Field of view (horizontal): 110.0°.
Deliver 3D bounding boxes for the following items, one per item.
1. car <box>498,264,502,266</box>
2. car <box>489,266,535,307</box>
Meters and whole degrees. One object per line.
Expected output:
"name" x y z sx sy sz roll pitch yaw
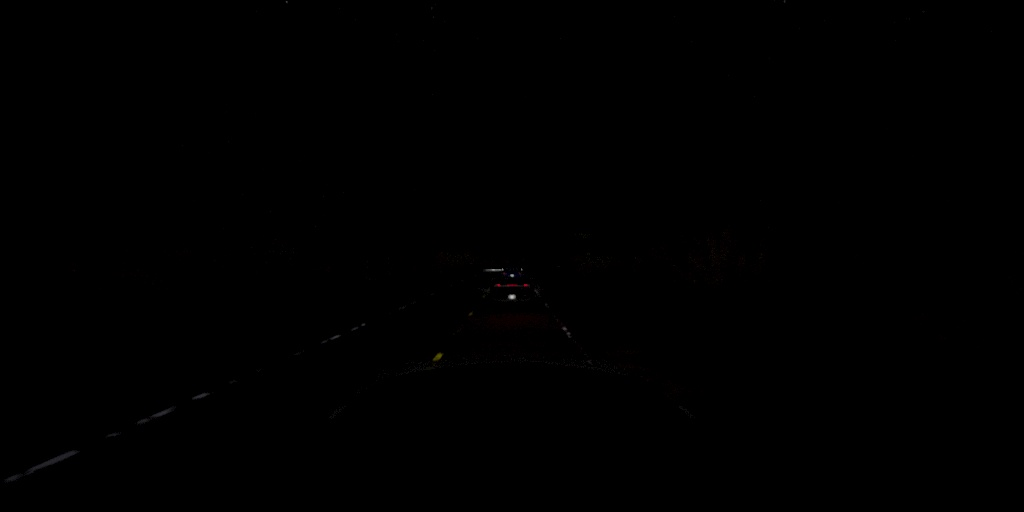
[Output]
"car" 0.013 1.586 31.244 1.994 1.385 4.181 0 0 0
"car" 0.007 1.377 16.188 2.128 1.511 4.902 0 0 0
